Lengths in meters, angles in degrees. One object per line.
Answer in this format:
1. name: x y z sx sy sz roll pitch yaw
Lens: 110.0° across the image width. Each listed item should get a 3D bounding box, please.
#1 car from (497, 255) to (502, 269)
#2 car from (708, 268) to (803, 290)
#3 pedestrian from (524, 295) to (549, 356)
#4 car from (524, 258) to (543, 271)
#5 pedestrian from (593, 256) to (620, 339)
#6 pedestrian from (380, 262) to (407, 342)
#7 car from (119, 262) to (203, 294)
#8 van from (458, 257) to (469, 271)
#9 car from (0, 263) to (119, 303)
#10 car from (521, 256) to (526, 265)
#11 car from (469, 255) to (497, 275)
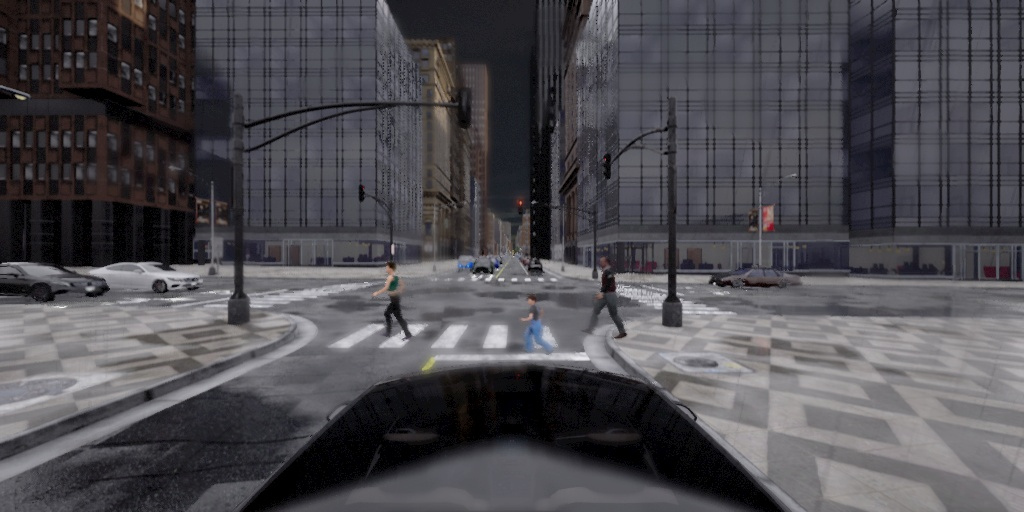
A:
1. car: -2.868 1.063 52.614 1.882 1.535 5.008 0 1 1
2. car: 16.193 1.497 23.932 5.357 1.411 2.033 1 0 0
3. pedestrian: 0.488 1.311 7.197 0.375 1.300 0.375 0 0 0
4. car: 2.840 1.181 44.688 1.948 1.339 4.313 0 0 0
5. pedestrian: 2.055 0.868 7.801 0.375 1.860 0.375 0 0 0
6. pedestrian: -2.769 1.025 8.395 0.375 1.860 0.375 0 0 0
7. car: -17.756 1.015 17.392 4.674 1.442 1.812 1 0 0
8. van: -5.685 0.956 44.734 1.690 1.789 3.998 0 0 0
9. car: -18.956 0.994 14.148 4.674 1.442 1.812 1 0 0
10. car: 2.934 1.129 61.635 1.802 1.307 4.207 0 0 0
11. car: -2.961 0.994 37.538 2.097 1.767 4.553 0 0 0
